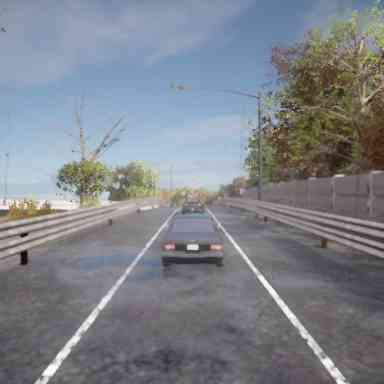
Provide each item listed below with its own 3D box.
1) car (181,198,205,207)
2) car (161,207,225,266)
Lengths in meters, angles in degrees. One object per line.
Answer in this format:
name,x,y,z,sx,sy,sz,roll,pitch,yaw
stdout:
car,0.086,1.262,30.045,2.128,1.511,4.902,0,0,1
car,0.039,1.450,11.078,2.033,1.411,5.357,0,1,0
